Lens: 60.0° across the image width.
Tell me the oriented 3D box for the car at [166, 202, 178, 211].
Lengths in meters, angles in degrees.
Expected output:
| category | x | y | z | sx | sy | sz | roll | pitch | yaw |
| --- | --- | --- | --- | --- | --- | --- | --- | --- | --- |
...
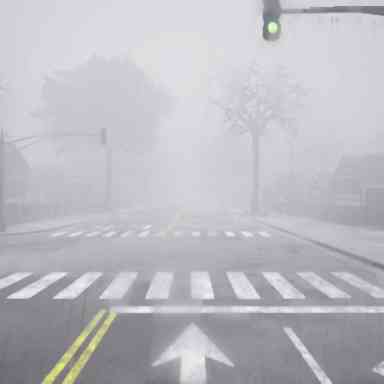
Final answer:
| category | x | y | z | sx | sy | sz | roll | pitch | yaw |
| --- | --- | --- | --- | --- | --- | --- | --- | --- | --- |
| car | -3.250 | 2.351 | 54.839 | 1.812 | 1.442 | 4.674 | 0 | 0 | 0 |
